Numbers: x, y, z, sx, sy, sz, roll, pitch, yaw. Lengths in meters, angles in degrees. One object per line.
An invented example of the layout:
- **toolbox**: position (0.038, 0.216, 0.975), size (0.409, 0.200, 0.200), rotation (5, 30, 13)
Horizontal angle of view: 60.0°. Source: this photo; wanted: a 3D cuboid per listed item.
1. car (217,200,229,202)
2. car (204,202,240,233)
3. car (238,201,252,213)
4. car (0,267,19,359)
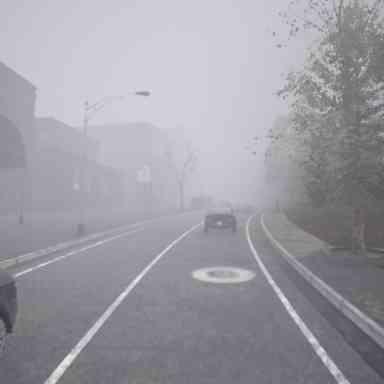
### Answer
- **car**: position (4.421, 1.872, 48.294), size (1.882, 1.535, 5.008), rotation (-1, -1, 15)
- **car**: position (1.901, 1.625, 21.076), size (1.882, 1.535, 5.008), rotation (-1, 0, 9)
- **car**: position (6.329, 1.793, 41.202), size (1.812, 1.442, 4.674), rotation (-1, -1, 14)
- **car**: position (-3.458, 1.507, 2.829), size (2.128, 1.511, 4.902), rotation (0, -1, 2)
